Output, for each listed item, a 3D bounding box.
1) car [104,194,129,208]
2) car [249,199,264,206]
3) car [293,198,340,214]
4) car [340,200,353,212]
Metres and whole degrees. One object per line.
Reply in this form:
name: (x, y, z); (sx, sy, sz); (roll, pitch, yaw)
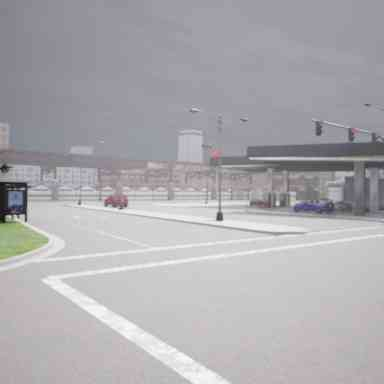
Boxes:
car: (-11.777, 1.376, 51.649); (2.150, 2.045, 5.566); (1, 0, -35)
car: (12.098, 1.955, 60.965); (1.895, 1.301, 4.718); (0, 0, 29)
car: (13.782, 1.556, 37.907); (2.242, 1.667, 4.611); (1, 0, -35)
car: (18.058, 1.762, 41.817); (1.970, 1.475, 3.806); (1, 0, -35)
